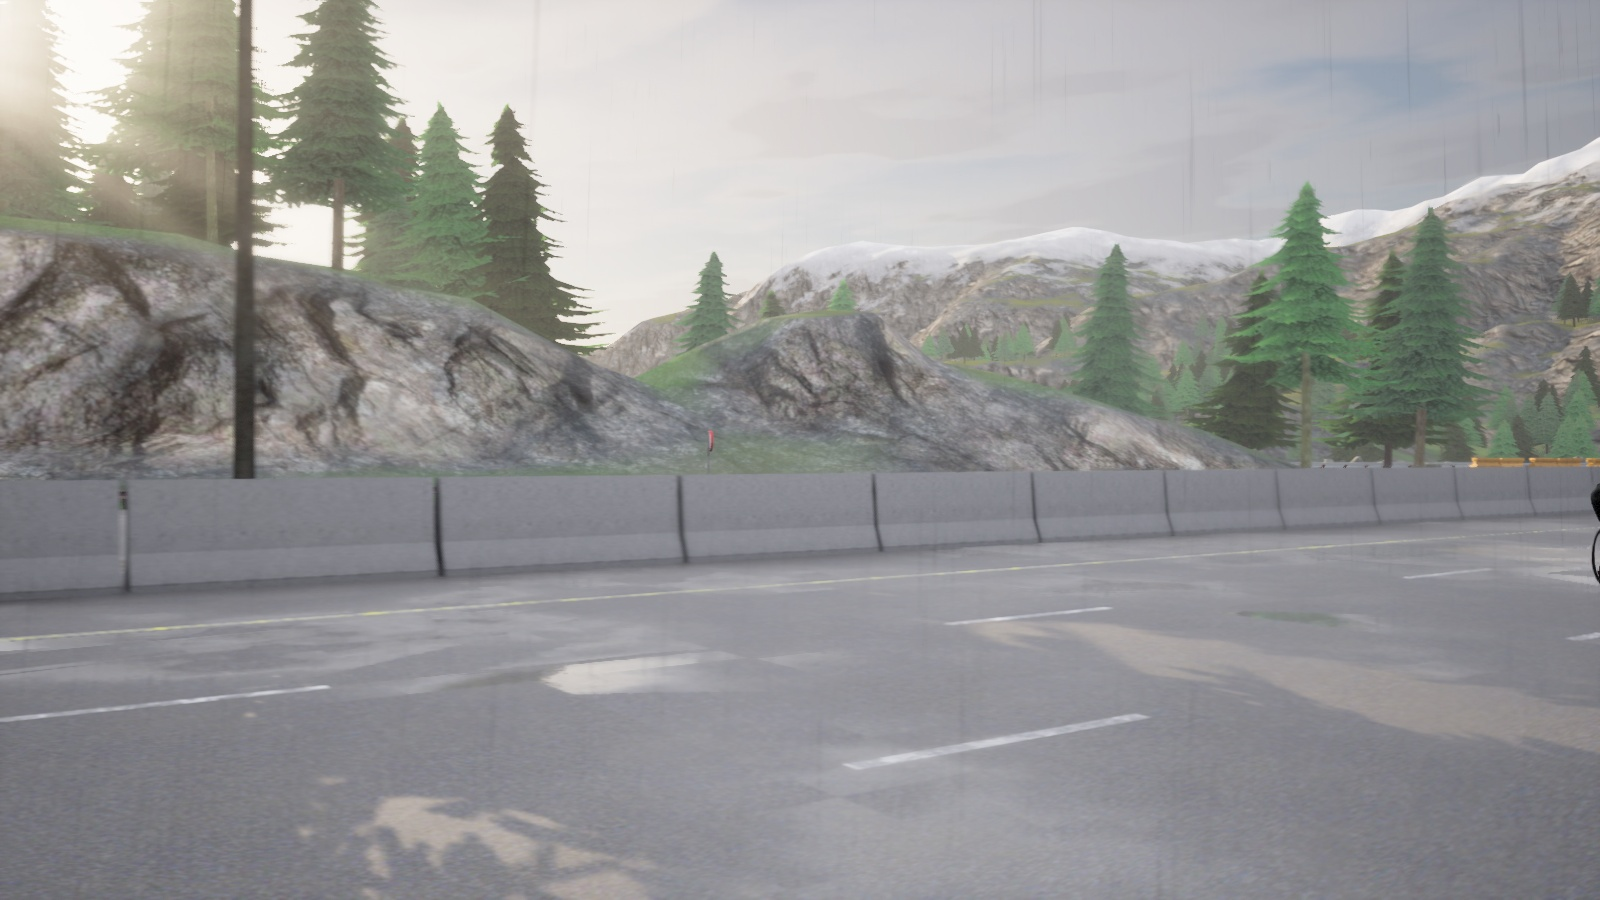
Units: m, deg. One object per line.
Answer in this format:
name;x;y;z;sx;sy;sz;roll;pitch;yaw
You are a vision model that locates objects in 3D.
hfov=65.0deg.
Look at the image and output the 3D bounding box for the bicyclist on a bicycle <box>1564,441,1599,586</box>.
bicyclist on a bicycle;9.584;0.713;14.594;1.656;1.620;0.582;0;0;-35
